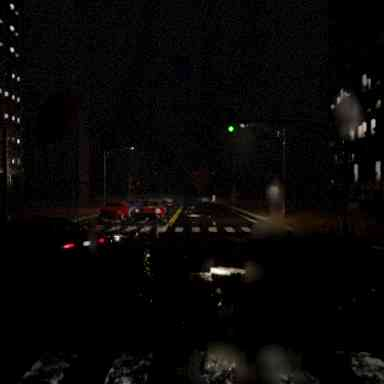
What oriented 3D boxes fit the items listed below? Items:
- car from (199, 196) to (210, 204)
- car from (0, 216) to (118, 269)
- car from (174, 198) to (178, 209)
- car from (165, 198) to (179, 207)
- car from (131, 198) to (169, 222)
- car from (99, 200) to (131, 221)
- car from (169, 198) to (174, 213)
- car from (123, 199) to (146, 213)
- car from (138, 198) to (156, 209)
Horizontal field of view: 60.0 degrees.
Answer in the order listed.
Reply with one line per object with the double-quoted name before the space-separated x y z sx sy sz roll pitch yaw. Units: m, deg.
"car" 2.681 1.652 69.241 1.812 1.442 4.674 0 0 -4
"car" -5.260 1.571 11.259 5.357 1.411 2.033 0 0 32
"car" -3.312 1.596 45.537 2.128 1.511 4.902 0 0 0
"car" -3.307 1.683 55.570 1.994 1.385 4.181 0 0 -1
"car" -3.331 1.425 27.025 2.097 1.767 4.553 0 0 0
"car" -6.583 1.555 28.653 1.882 1.535 5.008 0 0 0
"car" -3.325 1.594 35.917 1.837 1.490 4.892 0 0 0
"car" -6.577 1.620 38.573 1.812 1.442 4.674 0 0 0
"car" -6.561 1.616 48.938 1.837 1.490 4.892 0 0 0
